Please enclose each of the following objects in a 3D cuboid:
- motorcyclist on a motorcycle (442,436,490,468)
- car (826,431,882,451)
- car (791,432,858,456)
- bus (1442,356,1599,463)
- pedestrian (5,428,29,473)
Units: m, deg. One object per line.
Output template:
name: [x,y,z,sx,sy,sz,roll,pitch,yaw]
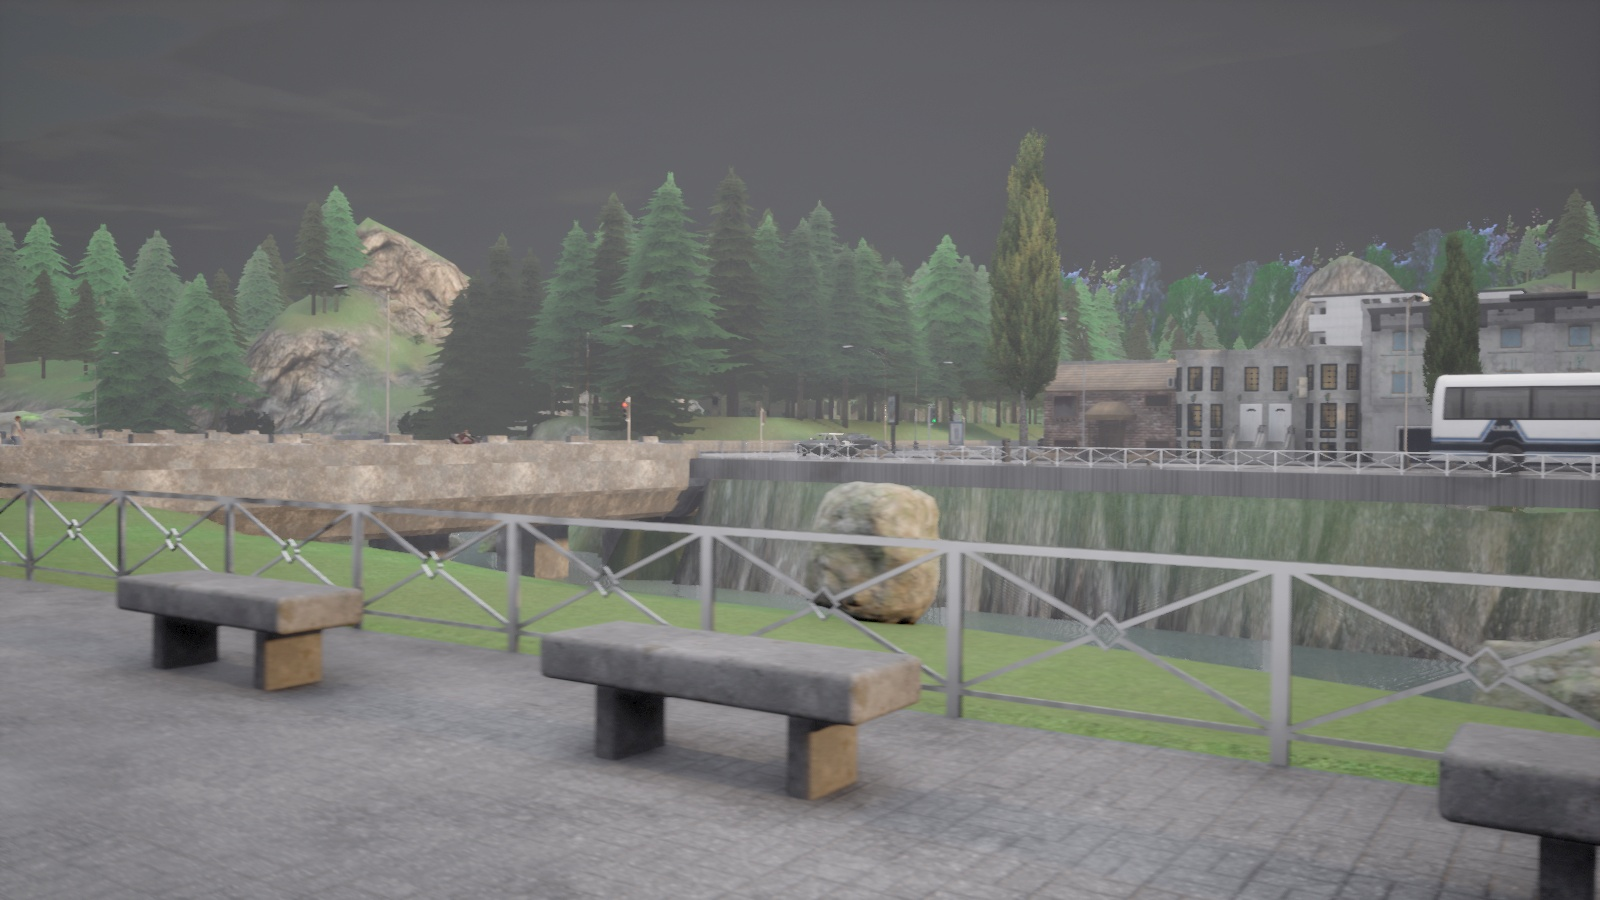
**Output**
motorcyclist on a motorcycle: [-16.122,0.086,60.587,0.866,1.530,2.191,0,1,34]
car: [4.268,-0.695,98.508,2.128,1.511,4.902,0,1,33]
car: [1.502,-0.379,77.754,3.806,1.475,1.970,0,1,43]
bus: [32.482,-1.647,51.830,10.273,4.253,3.944,0,1,34]
pedestrian: [-32.138,0.029,51.542,0.354,1.836,0.706,0,1,35]
